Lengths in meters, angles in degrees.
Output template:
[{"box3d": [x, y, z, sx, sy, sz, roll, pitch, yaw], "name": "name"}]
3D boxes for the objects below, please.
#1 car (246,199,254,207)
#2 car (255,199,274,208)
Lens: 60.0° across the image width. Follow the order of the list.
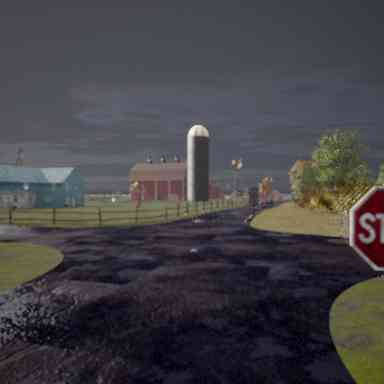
[{"box3d": [12.170, 2.157, 66.942, 2.128, 1.511, 4.902, 0, -1, 19], "name": "car"}, {"box3d": [13.449, 2.114, 62.111, 2.128, 1.511, 4.902, 0, -1, 19], "name": "car"}]
